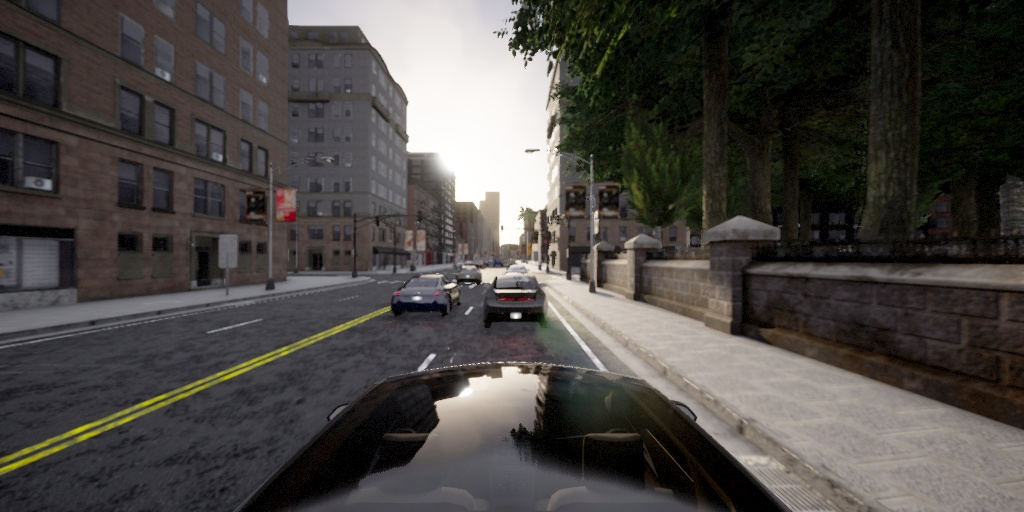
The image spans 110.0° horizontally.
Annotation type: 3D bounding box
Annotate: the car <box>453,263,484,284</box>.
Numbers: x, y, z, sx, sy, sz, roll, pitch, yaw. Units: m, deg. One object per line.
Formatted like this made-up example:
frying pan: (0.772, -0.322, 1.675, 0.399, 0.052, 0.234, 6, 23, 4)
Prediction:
car: (-3.439, 1.485, 28.614, 1.994, 1.385, 4.181, 0, 0, -4)

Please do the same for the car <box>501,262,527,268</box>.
car: (0.483, 1.449, 28.885, 1.812, 1.442, 4.674, 0, 0, 5)

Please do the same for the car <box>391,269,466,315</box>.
car: (-3.150, 1.391, 13.902, 1.994, 1.385, 4.181, 0, 0, 0)

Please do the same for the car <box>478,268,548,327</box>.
car: (0.100, 1.320, 11.844, 1.837, 1.490, 4.892, 0, 0, 0)
